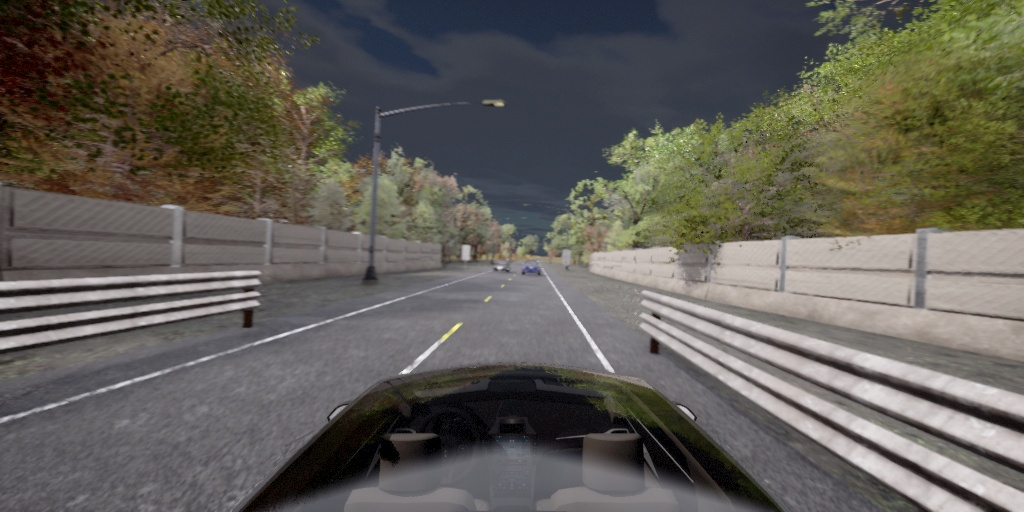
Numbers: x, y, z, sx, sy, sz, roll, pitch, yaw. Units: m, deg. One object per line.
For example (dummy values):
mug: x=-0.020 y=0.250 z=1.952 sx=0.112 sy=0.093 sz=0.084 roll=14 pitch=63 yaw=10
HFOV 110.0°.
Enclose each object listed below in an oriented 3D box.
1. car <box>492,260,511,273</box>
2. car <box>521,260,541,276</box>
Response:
car: x=-1.208 y=1.230 z=43.284 sx=2.128 sy=1.511 sz=4.902 roll=4 pitch=0 yaw=4
car: x=2.210 y=1.254 z=40.960 sx=2.097 sy=1.767 sz=4.553 roll=3 pitch=0 yaw=4
